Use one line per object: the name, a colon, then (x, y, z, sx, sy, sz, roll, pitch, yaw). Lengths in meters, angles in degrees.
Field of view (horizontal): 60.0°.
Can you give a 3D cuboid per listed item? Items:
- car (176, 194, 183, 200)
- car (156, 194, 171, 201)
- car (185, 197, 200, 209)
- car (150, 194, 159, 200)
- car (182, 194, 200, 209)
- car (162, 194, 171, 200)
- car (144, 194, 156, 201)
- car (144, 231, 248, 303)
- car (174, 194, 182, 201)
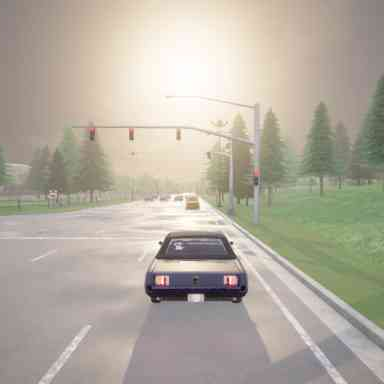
car: (-3.301, 1.356, 90.860, 1.812, 1.442, 4.674, 0, 0, 0)
car: (-6.824, 1.531, 80.448, 2.033, 1.411, 5.357, 0, 0, 0)
car: (0.070, 1.576, 49.813, 2.033, 1.411, 5.357, -1, 1, 0)
car: (-10.301, 1.332, 90.875, 1.837, 1.490, 4.892, 0, 0, 0)
car: (-0.017, 1.080, 46.351, 1.882, 1.535, 5.008, -3, 17, -3)
car: (-6.801, 1.372, 90.868, 2.033, 1.411, 5.357, 0, 0, 0)
car: (-10.324, 1.531, 80.456, 2.033, 1.411, 5.357, 0, 0, 0)
car: (0.097, 1.601, 8.145, 1.895, 1.301, 4.718, 0, 0, 1)
car: (-3.323, 1.545, 80.857, 1.994, 1.385, 4.181, 0, 0, 0)
